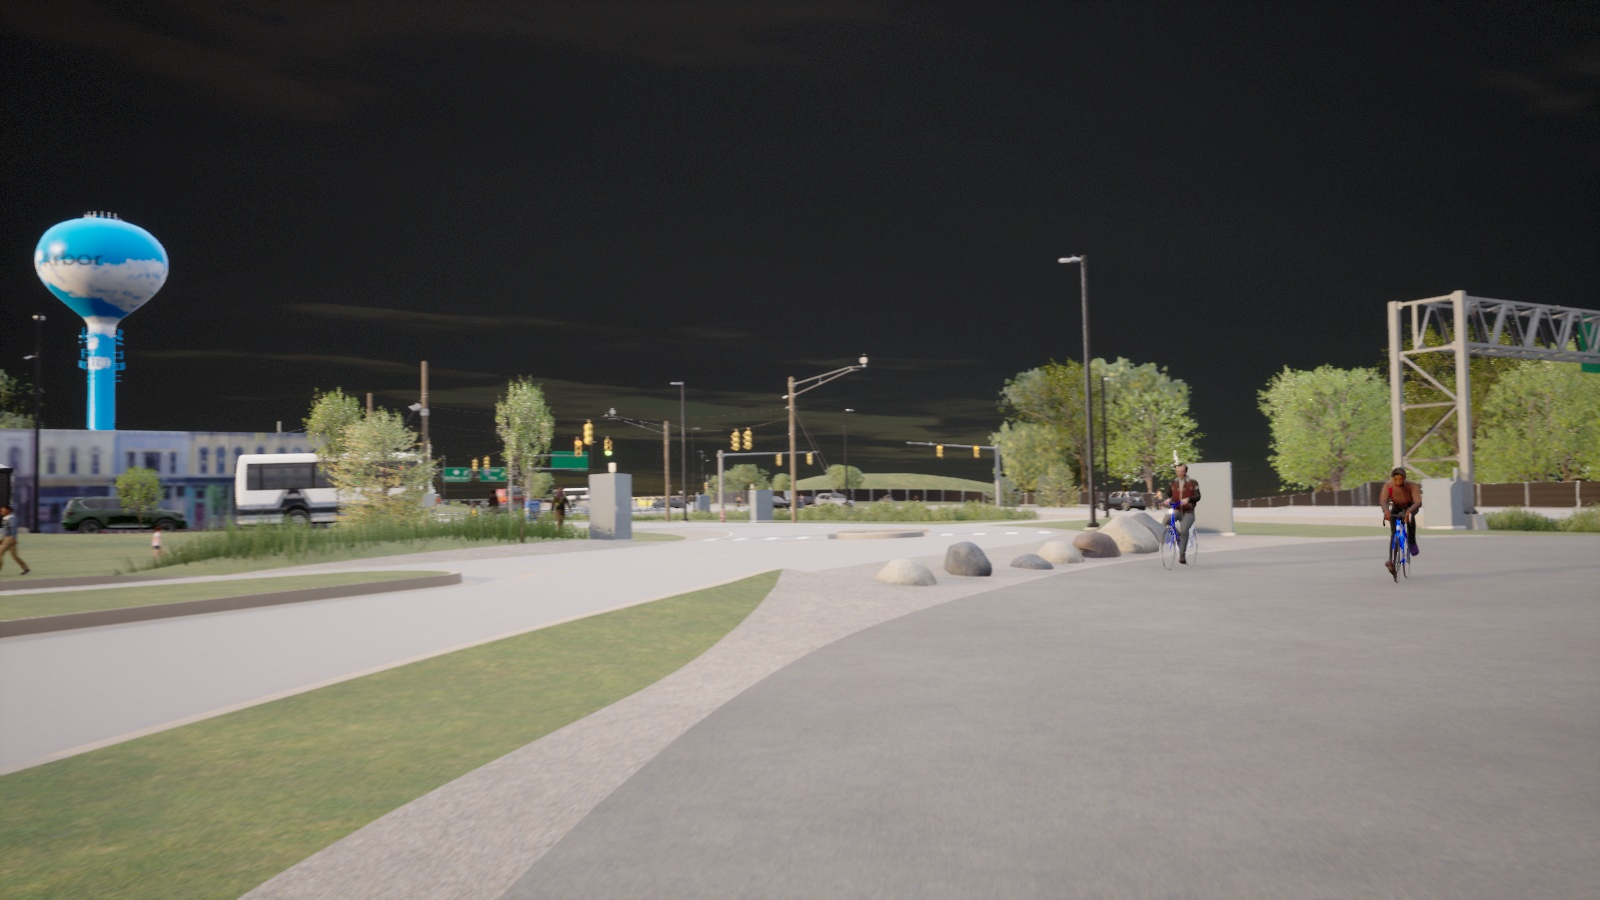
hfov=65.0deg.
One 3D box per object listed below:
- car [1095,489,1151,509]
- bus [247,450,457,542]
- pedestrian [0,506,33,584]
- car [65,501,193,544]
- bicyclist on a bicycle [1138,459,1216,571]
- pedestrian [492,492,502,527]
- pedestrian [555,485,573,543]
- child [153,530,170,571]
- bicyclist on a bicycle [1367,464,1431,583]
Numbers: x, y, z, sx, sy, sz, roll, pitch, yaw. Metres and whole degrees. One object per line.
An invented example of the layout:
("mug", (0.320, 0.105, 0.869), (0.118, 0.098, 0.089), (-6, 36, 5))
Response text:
("car", (24.506, 3.712, 95.413), (1.970, 1.475, 3.806), (0, -3, -29))
("bus", (-24.135, 2.480, 67.799), (10.273, 4.253, 3.944), (-2, -5, -23))
("pedestrian", (-19.975, 2.417, 31.919), (0.788, 1.949, 0.423), (0, -4, -31))
("car", (-33.703, 3.645, 63.164), (5.566, 2.045, 2.150), (1, -4, -30))
("bicyclist on a bicycle", (6.289, 1.060, 20.892), (0.659, 1.776, 1.843), (-2, -2, 35))
("pedestrian", (-16.007, 3.156, 66.346), (0.431, 1.840, 0.703), (0, -4, -21))
("pedestrian", (-7.881, 2.138, 41.929), (0.395, 1.930, 0.692), (0, -4, -24))
("child", (-17.617, 2.770, 34.666), (0.394, 1.110, 0.255), (1, -4, -32))
("bicyclist on a bicycle", (8.602, 1.023, 18.002), (0.582, 1.620, 1.656), (-2, -2, 33))
